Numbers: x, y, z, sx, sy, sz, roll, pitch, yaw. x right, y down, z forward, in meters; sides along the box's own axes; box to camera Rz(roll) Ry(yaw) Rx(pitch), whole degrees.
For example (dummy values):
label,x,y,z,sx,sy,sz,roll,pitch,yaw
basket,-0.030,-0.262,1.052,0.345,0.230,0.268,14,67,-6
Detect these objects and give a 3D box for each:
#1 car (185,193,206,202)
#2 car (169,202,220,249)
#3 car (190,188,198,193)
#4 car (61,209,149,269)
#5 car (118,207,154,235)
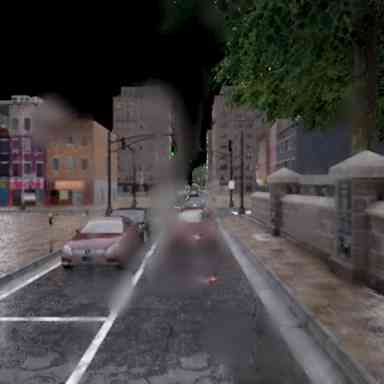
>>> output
label,x,y,z,sx,sy,sz,roll,pitch,yaw
car,0.328,1.077,31.011,1.994,1.385,4.181,0,1,1
car,0.102,1.321,13.272,1.812,1.442,4.674,0,1,0
car,0.291,0.499,66.356,1.812,1.442,4.674,0,1,0
car,-2.638,1.420,10.488,1.802,1.307,4.206,0,1,0
car,-2.637,1.348,14.150,1.947,1.339,4.313,0,1,0
